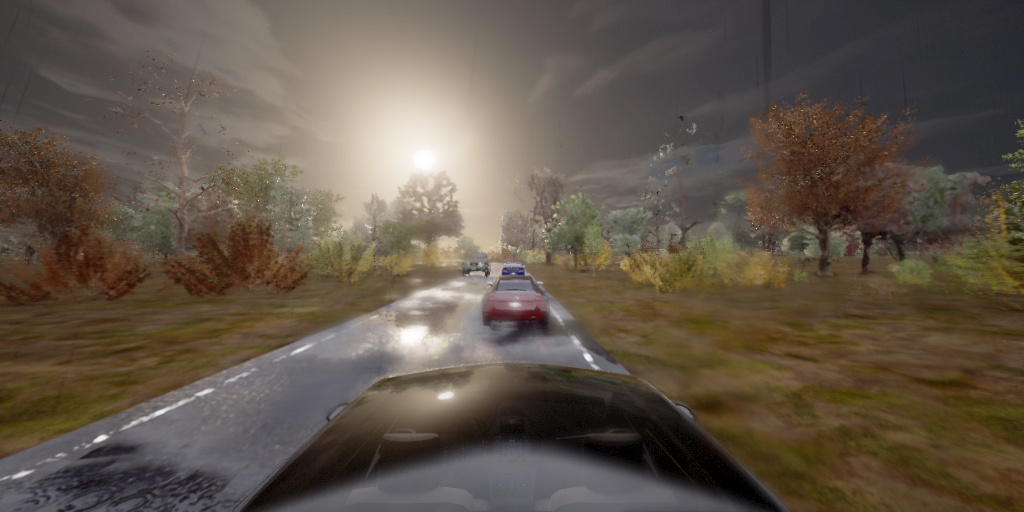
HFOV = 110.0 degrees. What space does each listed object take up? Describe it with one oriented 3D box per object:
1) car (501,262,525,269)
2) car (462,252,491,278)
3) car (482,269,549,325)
[{"bbox_3d":[0.103,1.221,30.508,1.882,1.535,5.008,0,0,0],"label":"car"},{"bbox_3d":[-2.997,0.622,31.315,2.150,2.045,5.566,0,0,0],"label":"car"},{"bbox_3d":[0.100,1.314,11.854,1.994,1.385,4.181,0,0,0],"label":"car"}]
